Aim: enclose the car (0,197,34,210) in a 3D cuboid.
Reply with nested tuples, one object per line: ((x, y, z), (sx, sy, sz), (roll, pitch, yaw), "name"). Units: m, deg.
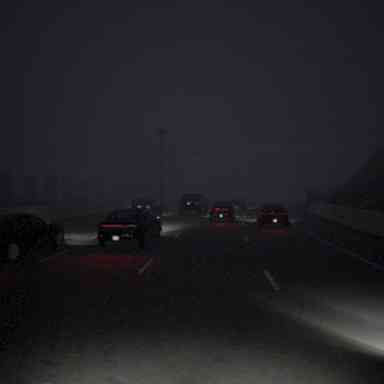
((-22.915, 1.418, 43.077), (1.837, 1.490, 4.892), (0, 0, 13), "car")

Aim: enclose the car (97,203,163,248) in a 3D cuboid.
((-2.589, 1.471, 14.655), (2.128, 1.511, 4.902), (0, 0, 5), "car")

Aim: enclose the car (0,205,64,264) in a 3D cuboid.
((-6.344, 1.454, 11.780), (1.882, 1.535, 5.008), (0, 0, 4), "car")

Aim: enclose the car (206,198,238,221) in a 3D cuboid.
((2.518, 1.478, 26.671), (1.837, 1.490, 4.892), (0, 0, 9), "car")

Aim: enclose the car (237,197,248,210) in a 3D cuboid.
((6.010, 1.466, 42.573), (1.837, 1.490, 4.892), (0, 0, 15), "car")

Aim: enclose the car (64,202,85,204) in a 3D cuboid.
((-15.391, 1.430, 44.441), (1.837, 1.490, 4.892), (0, 0, 14), "car")

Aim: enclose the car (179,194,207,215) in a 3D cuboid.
((0.237, 1.183, 33.616), (2.150, 2.045, 5.566), (0, 0, 12), "car")

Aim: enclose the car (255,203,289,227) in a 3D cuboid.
((5.419, 1.488, 22.712), (1.837, 1.490, 4.892), (0, 0, 8), "car")

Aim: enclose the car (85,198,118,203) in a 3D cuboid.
((-11.730, 1.408, 44.651), (1.882, 1.535, 5.008), (0, 0, 15), "car")

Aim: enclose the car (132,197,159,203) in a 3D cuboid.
((-4.053, 1.312, 29.682), (2.097, 1.767, 4.553), (0, 0, 10), "car")
